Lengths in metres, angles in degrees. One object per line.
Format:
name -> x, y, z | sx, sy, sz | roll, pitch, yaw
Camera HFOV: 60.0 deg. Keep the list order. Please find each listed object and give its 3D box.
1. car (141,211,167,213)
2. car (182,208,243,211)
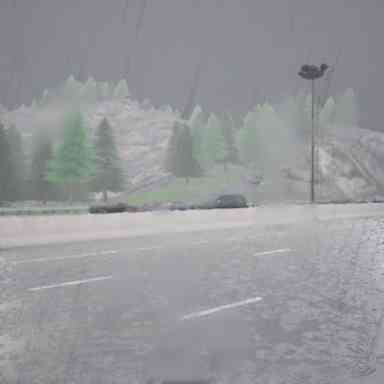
car -> -1.676, 1.528, 28.572 | 4.674, 1.442, 1.812 | 0, 0, -35
car -> 2.110, 1.222, 26.979 | 5.566, 2.045, 2.150 | 0, 0, -35
